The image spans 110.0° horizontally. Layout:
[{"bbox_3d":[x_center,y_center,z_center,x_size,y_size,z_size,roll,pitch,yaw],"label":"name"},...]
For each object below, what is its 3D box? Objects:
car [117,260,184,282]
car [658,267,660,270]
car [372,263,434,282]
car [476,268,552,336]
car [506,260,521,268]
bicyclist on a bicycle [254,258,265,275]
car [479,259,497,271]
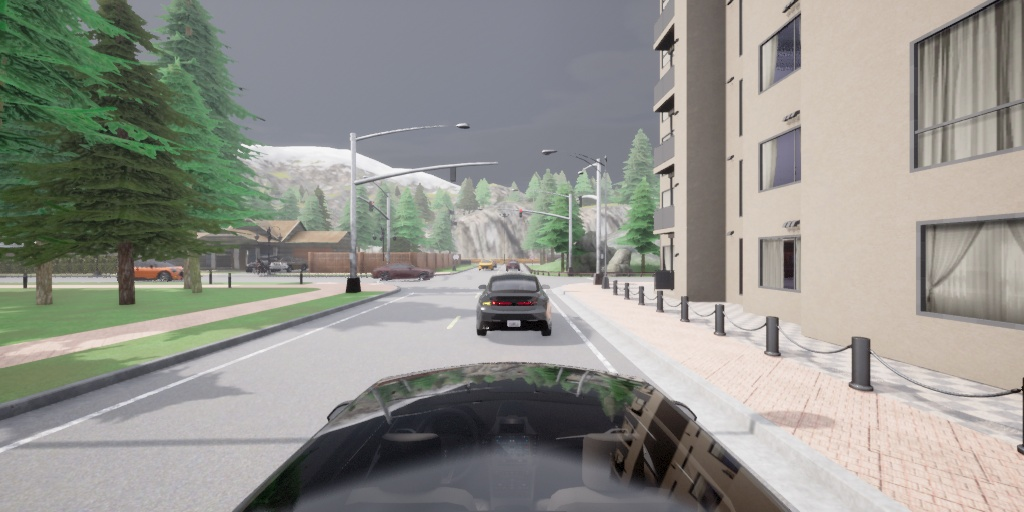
[{"bbox_3d":[-26.976,1.088,27.341,4.553,1.767,2.097,0,0,-1],"label":"car"},{"bbox_3d":[16.028,0.987,32.081,5.566,2.045,2.150,0,0,-1],"label":"car"},{"bbox_3d":[-8.556,1.266,28.368,4.674,1.442,1.812,0,0,-9],"label":"car"},{"bbox_3d":[0.062,1.255,10.382,1.837,1.490,4.892,0,0,0],"label":"car"},{"bbox_3d":[0.133,1.275,49.522,1.812,1.442,4.674,0,0,0],"label":"car"},{"bbox_3d":[-24.546,1.016,34.882,0.582,1.620,1.656,0,0,-1],"label":"bicyclist on a bicycle"},{"bbox_3d":[-3.563,1.227,50.248,1.882,1.535,5.008,0,0,0],"label":"car"}]
